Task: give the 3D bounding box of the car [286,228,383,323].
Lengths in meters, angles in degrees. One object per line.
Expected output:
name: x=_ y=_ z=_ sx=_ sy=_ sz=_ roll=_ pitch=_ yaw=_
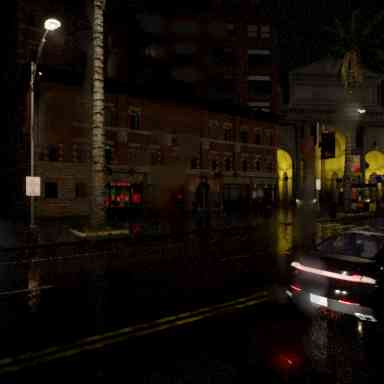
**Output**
car: x=3.982 y=1.492 z=6.652 sx=4.902 sy=1.511 sz=2.128 roll=0 pitch=0 yaw=-35
